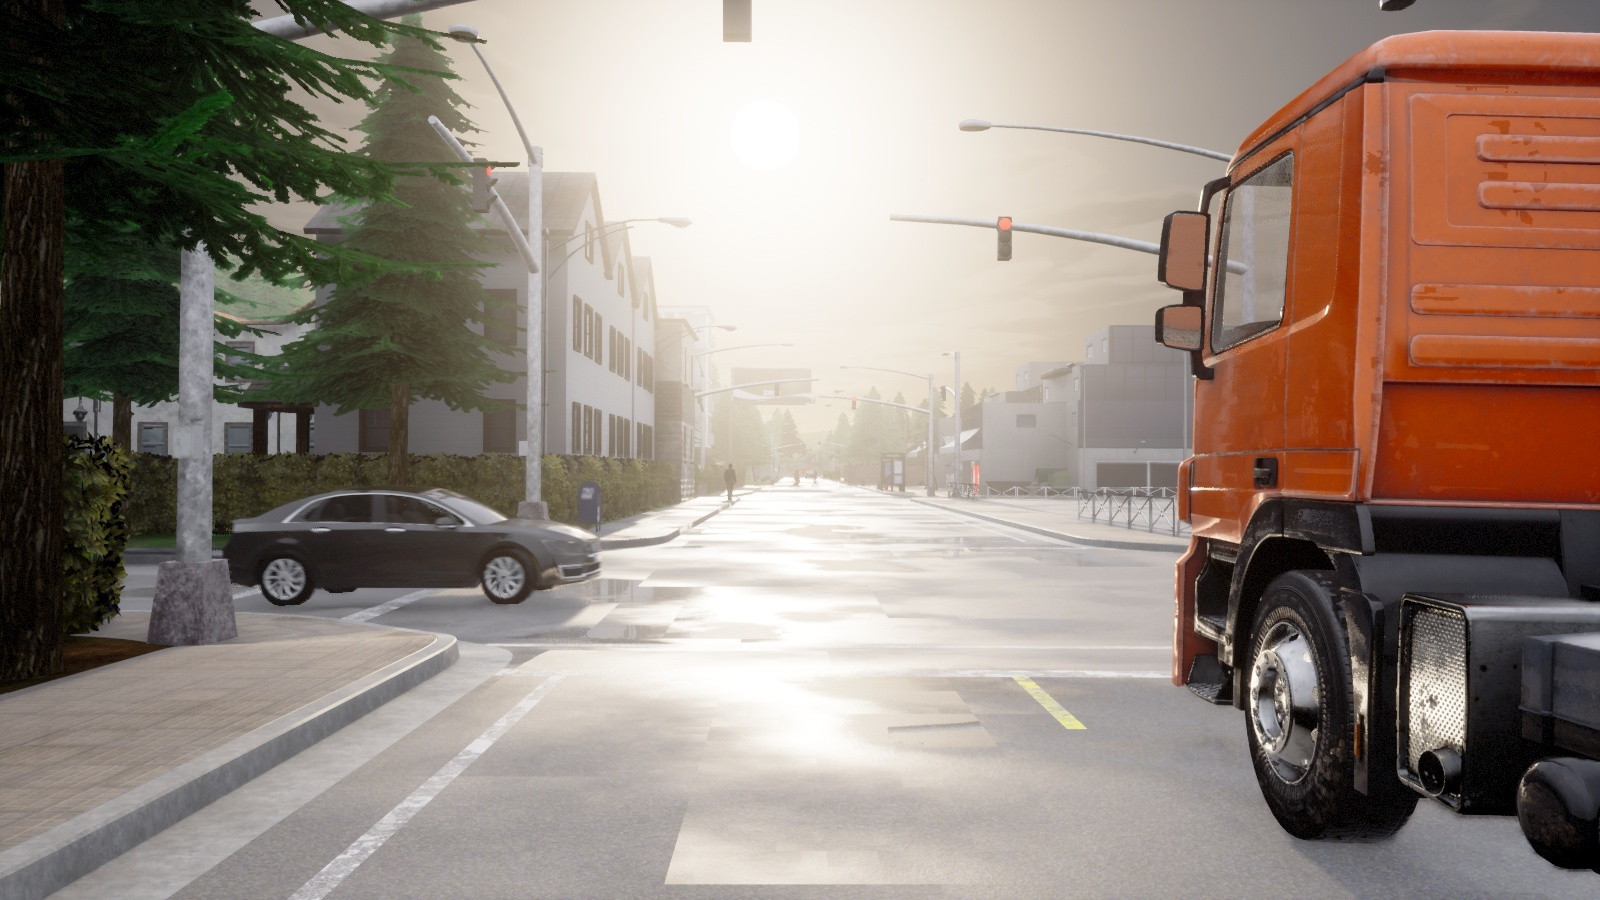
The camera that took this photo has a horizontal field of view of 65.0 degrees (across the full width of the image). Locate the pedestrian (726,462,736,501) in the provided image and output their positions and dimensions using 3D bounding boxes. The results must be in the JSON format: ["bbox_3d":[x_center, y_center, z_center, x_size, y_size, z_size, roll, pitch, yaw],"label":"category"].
[{"bbox_3d":[-3.309,1.490,59.992,0.431,1.840,0.703,0,-1,0],"label":"pedestrian"}]

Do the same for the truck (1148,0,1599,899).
[{"bbox_3d":[3.467,-0.063,3.129,2.891,3.462,7.936,1,0,0],"label":"truck"}]

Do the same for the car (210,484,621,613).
[{"bbox_3d":[-5.015,1.281,16.783,4.892,1.490,1.837,-2,-1,4],"label":"car"}]
